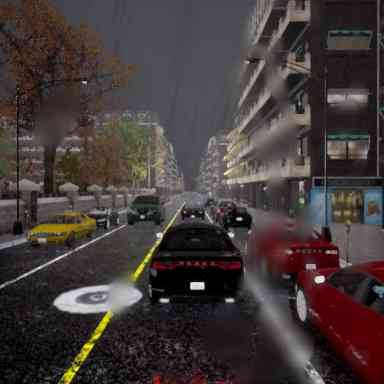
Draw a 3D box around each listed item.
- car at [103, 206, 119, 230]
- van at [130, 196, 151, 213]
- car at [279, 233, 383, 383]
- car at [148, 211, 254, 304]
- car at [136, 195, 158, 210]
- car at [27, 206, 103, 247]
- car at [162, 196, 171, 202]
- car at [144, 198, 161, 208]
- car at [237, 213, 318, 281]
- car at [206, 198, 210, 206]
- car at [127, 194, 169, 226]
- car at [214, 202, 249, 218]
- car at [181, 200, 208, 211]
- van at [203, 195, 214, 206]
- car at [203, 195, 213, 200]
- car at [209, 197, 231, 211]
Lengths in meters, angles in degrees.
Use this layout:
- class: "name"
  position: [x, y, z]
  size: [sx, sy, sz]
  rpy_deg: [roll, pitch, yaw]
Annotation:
- class: "car"
  position: [-5.713, 1.551, 20.790]
  size: [2.008, 1.369, 4.403]
  rpy_deg: [0, 0, 0]
- class: "van"
  position: [-5.729, 1.345, 37.394]
  size: [1.690, 1.788, 3.998]
  rpy_deg: [0, 0, 0]
- class: "car"
  position: [2.682, 1.544, 4.192]
  size: [1.887, 1.381, 4.507]
  rpy_deg: [0, 0, 0]
- class: "car"
  position: [0.089, 1.477, 8.245]
  size: [1.882, 1.535, 5.008]
  rpy_deg: [0, 0, 0]
- class: "car"
  position: [-5.735, 1.321, 42.930]
  size: [2.192, 1.841, 5.009]
  rpy_deg: [0, 0, 0]
- class: "car"
  position: [-5.708, 1.525, 15.084]
  size: [1.752, 1.417, 4.829]
  rpy_deg: [0, 0, 0]
- class: "car"
  position: [-5.762, 1.602, 76.141]
  size: [1.802, 1.307, 4.206]
  rpy_deg: [0, 0, 0]
- class: "car"
  position: [-5.738, 1.558, 48.465]
  size: [2.008, 1.369, 4.403]
  rpy_deg: [0, 0, 0]
- class: "car"
  position: [2.677, 1.544, 9.727]
  size: [1.887, 1.381, 4.507]
  rpy_deg: [0, 0, 0]
- class: "car"
  position: [2.657, 1.569, 31.868]
  size: [1.947, 1.339, 4.313]
  rpy_deg: [0, 0, 0]
- class: "car"
  position: [-3.122, 1.223, 23.720]
  size: [2.150, 2.045, 5.566]
  rpy_deg: [0, 0, 0]
- class: "car"
  position: [2.667, 1.567, 20.798]
  size: [1.947, 1.339, 4.313]
  rpy_deg: [0, 0, 0]
- class: "car"
  position: [0.075, 1.603, 27.944]
  size: [1.895, 1.301, 4.718]
  rpy_deg: [0, 0, 0]
- class: "van"
  position: [2.636, 1.351, 54.009]
  size: [1.690, 1.788, 3.998]
  rpy_deg: [0, 0, 0]
- class: "car"
  position: [2.643, 1.574, 48.473]
  size: [1.947, 1.339, 4.313]
  rpy_deg: [0, 0, 0]
- class: "car"
  position: [2.661, 1.442, 26.333]
  size: [1.967, 1.590, 4.097]
  rpy_deg: [0, 0, 0]
